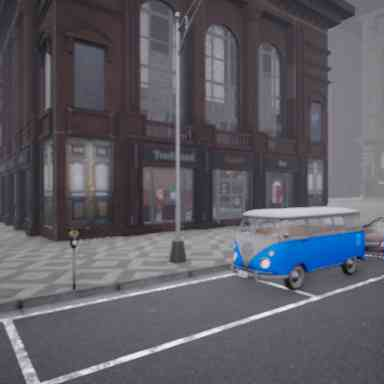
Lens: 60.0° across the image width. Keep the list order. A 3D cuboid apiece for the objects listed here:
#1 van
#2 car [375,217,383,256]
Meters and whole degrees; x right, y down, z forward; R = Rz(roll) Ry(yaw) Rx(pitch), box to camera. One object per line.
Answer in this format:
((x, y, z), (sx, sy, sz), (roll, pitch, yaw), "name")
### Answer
((2.857, 1.307, 8.685), (3.998, 1.788, 1.690), (0, 0, -36), "van")
((7.173, 1.524, 11.764), (4.206, 1.307, 1.802), (0, 0, -36), "car")
